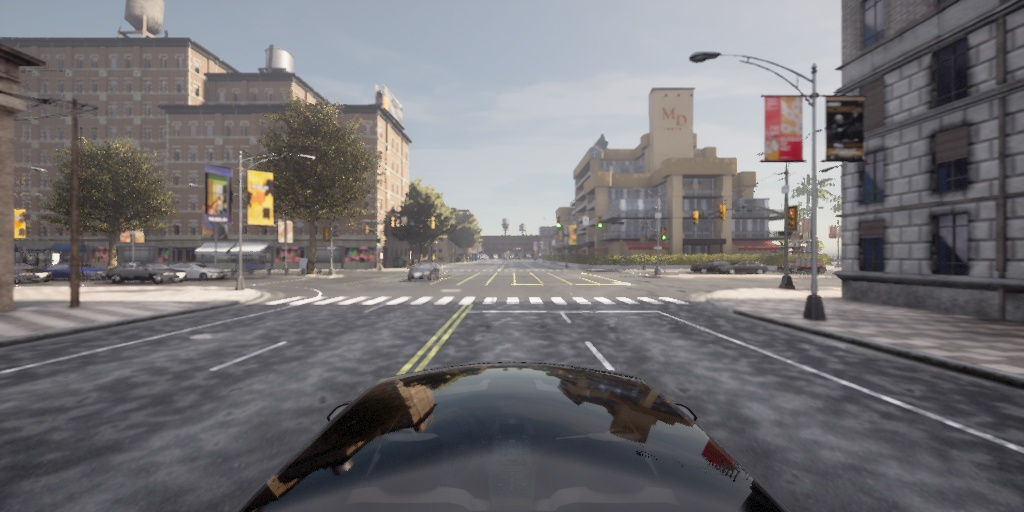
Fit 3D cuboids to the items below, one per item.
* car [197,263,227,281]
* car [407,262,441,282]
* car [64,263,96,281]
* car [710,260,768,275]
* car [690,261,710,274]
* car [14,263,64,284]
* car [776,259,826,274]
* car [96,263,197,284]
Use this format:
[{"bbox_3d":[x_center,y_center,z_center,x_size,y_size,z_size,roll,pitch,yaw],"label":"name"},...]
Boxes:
[{"bbox_3d":[-26.378,1.283,29.730,4.674,1.442,1.812,0,0,0],"label":"car"},{"bbox_3d":[-7.029,1.242,29.000,2.128,1.511,4.902,0,0,0],"label":"car"},{"bbox_3d":[-36.182,1.285,29.779,4.674,1.442,1.812,0,0,0],"label":"car"},{"bbox_3d":[24.075,1.253,37.684,4.892,1.490,1.837,0,0,0],"label":"car"},{"bbox_3d":[23.178,1.227,41.191,5.008,1.535,1.882,0,0,0],"label":"car"},{"bbox_3d":[-36.813,1.250,26.280,4.902,1.511,2.128,0,0,0],"label":"car"},{"bbox_3d":[33.027,1.099,41.104,4.553,1.767,2.097,0,0,1],"label":"car"},{"bbox_3d":[-26.593,1.249,26.231,4.902,1.511,2.128,0,0,0],"label":"car"}]
